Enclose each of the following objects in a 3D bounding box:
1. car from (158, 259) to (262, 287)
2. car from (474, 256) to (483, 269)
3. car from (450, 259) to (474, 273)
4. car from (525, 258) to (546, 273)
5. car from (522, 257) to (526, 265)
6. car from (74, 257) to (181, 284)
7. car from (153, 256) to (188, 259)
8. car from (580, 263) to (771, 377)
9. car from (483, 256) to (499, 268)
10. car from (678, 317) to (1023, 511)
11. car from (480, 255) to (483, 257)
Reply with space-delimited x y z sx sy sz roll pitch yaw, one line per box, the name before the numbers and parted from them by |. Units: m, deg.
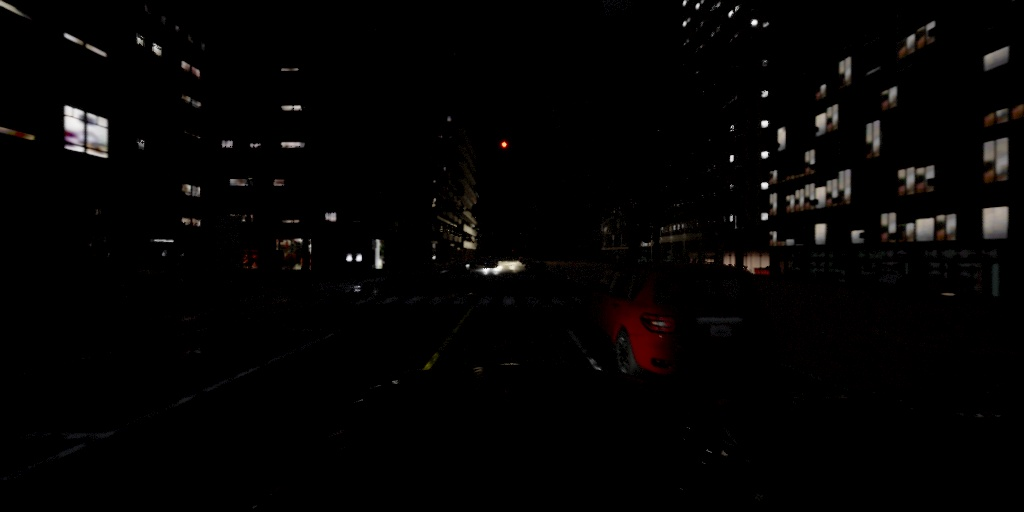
car | -16.424 0.992 20.007 4.403 1.370 2.007 0 0 -1
car | -5.660 1.059 50.484 2.007 1.370 4.403 0 0 0
car | -5.667 1.108 39.418 2.007 1.370 4.403 0 0 0
car | 2.713 1.103 39.413 1.888 1.381 4.507 0 0 0
car | 2.720 1.034 50.648 1.751 1.417 4.829 0 0 0
car | -21.821 0.890 19.955 4.829 1.417 1.751 0 0 -1
car | -27.605 0.691 28.281 4.097 1.591 1.967 0 0 -1
car | 2.695 1.036 7.026 2.192 1.841 5.009 0 0 0
car | -2.969 1.101 52.541 1.895 1.301 4.718 0 0 0
car | 2.691 1.317 1.503 1.948 1.339 4.313 0 0 0
car | -5.654 0.901 61.548 1.967 1.591 4.097 0 0 0
